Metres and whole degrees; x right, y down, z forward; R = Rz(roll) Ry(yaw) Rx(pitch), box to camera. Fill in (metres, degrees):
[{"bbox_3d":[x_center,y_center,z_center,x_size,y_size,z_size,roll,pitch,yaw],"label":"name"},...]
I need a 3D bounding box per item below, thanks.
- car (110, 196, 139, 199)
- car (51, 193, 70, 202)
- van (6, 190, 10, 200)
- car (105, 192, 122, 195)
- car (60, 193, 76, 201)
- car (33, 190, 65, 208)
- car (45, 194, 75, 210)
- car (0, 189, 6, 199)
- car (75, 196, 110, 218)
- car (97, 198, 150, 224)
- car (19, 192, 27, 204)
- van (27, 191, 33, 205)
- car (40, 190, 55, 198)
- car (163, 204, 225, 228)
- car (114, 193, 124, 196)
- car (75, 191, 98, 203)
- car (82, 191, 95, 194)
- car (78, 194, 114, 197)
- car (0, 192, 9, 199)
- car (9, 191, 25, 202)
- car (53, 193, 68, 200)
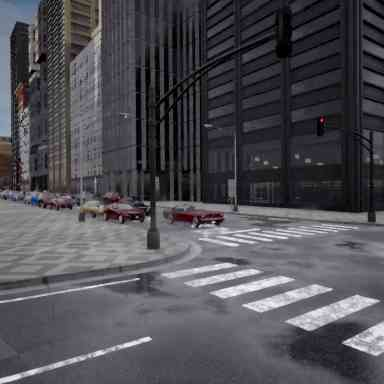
[{"bbox_3d":[-5.247,1.370,29.079,1.994,1.385,4.181,-1,1,-36],"label":"car"},{"bbox_3d":[-23.744,0.936,60.041,2.128,1.511,4.902,-1,1,-36],"label":"car"},{"bbox_3d":[-34.685,0.748,65.007,1.690,1.788,3.998,0,1,-36],"label":"van"},{"bbox_3d":[-11.279,0.899,47.234,2.192,1.841,5.009,0,1,-36],"label":"car"},{"bbox_3d":[-24.480,0.949,65.454,1.802,1.307,4.206,0,1,-36],"label":"car"},{"bbox_3d":[-18.183,0.996,42.234,2.192,1.841,5.009,0,1,-36],"label":"car"},{"bbox_3d":[-14.884,1.275,37.681,1.887,1.381,4.507,0,1,-36],"label":"car"},{"bbox_3d":[-37.986,0.664,69.561,2.192,1.841,5.009,0,1,-36],"label":"car"},{"bbox_3d":[-8.183,1.353,28.434,1.752,1.417,4.829,0,1,-36],"label":"car"},{"bbox_3d":[-4.982,1.416,24.017,1.887,1.381,4.507,0,1,-36],"label":"car"},{"bbox_3d":[-24.785,1.126,51.345,2.008,1.369,4.403,0,1,-36],"label":"car"},{"bbox_3d":[-21.484,0.970,46.789,1.690,1.788,3.998,0,1,-36],"label":"van"},{"bbox_3d":[-34.380,0.510,79.114,2.192,1.841,5.009,0,1,-36],"label":"car"},{"bbox_3d":[0.029,1.479,21.752,1.895,1.301,4.718,-1,1,-35],"label":"car"},{"bbox_3d":[-7.979,1.200,42.682,1.947,1.339,4.313,0,1,-36],"label":"car"},{"bbox_3d":[-17.879,0.793,56.343,2.192,1.841,5.009,0,1,-36],"label":"car"},{"bbox_3d":[-15.616,0.934,48.849,2.097,1.767,4.553,-1,2,-38],"label":"car"},{"bbox_3d":[-10.740,1.275,36.663,2.033,1.411,5.357,-1,1,-36],"label":"car"},{"bbox_3d":[-44.587,0.778,78.671,1.887,1.381,4.507,0,1,-36],"label":"car"},{"bbox_3d":[-31.386,0.904,60.454,1.967,1.590,4.097,0,1,-36],"label":"car"},{"bbox_3d":[-27.781,0.854,70.008,1.887,1.381,4.507,0,1,-36],"label":"car"}]
